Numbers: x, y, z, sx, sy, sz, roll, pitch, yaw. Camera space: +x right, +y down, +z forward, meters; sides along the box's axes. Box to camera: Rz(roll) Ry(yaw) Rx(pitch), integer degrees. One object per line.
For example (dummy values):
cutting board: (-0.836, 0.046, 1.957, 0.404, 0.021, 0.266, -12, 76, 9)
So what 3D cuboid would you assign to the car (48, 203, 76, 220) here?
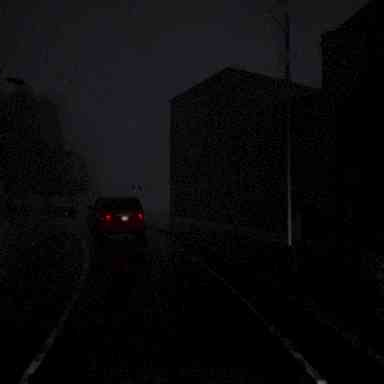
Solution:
car: (-11.959, 1.708, 30.452, 1.882, 1.535, 5.008, 0, -1, -31)

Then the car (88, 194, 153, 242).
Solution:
car: (-3.911, 1.237, 16.780, 2.150, 2.045, 5.566, 0, 0, -23)
